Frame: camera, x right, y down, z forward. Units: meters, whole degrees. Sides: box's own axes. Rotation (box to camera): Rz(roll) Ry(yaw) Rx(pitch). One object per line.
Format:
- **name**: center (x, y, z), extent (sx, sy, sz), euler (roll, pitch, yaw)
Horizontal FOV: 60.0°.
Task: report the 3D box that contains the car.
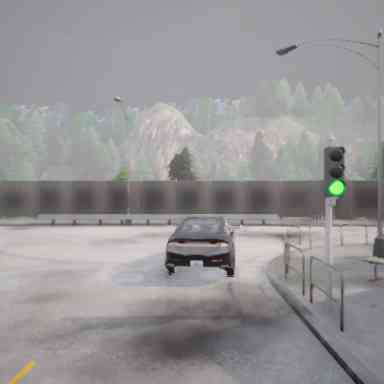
- **car**: center (0.447, 1.507, 10.407), extent (2.128, 1.511, 4.902), euler (0, 0, 8)
